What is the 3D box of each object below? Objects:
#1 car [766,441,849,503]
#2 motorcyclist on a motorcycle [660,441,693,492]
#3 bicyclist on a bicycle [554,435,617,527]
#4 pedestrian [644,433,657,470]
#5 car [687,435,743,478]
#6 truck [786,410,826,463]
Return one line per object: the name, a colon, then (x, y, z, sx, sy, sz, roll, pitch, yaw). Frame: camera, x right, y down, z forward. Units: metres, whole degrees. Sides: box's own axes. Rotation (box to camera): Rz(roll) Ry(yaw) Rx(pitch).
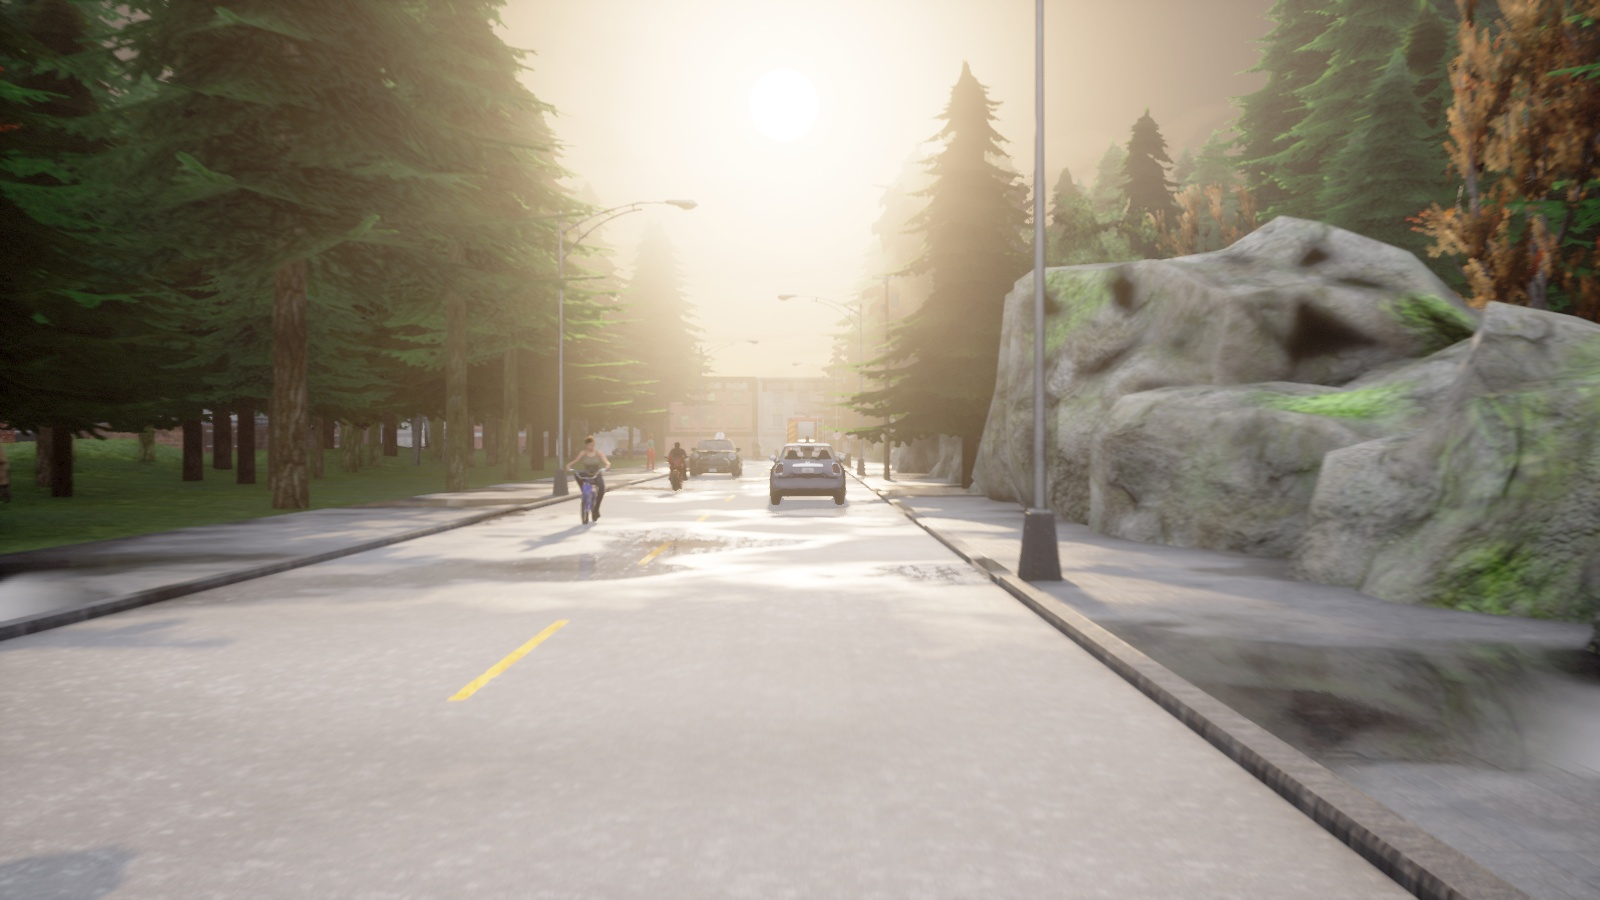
car: (0.195, 0.515, 31.760, 1.970, 1.475, 3.806, 0, 0, 0)
motorcyclist on a motorcycle: (-3.768, 0.488, 38.343, 0.797, 1.523, 2.044, 0, 1, 0)
bicyclist on a bicycle: (-3.850, 0.540, 22.654, 0.866, 1.612, 1.509, 0, 0, 1)
pedestrian: (-7.364, 0.068, 61.791, 0.345, 1.836, 0.594, 0, 1, -45)
car: (-3.674, 0.263, 54.806, 2.097, 1.767, 4.553, 0, 0, 0)
truck: (0.446, -1.013, 96.195, 2.891, 3.827, 8.468, 0, 0, 0)
